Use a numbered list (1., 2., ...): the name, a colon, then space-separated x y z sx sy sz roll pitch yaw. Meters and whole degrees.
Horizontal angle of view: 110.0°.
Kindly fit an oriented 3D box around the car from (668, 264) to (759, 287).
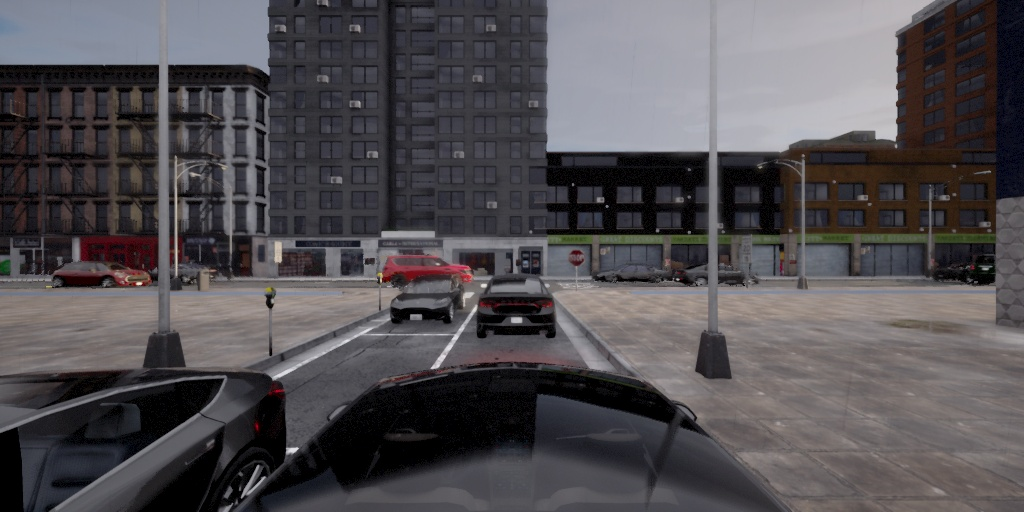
1. car: 12.882 1.223 22.644 4.892 1.490 1.837 0 0 0

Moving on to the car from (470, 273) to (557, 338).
1. car: 0.102 1.226 10.170 1.882 1.535 5.008 0 0 0

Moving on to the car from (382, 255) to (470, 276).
1. car: -5.285 0.978 22.652 5.566 2.045 2.150 0 0 0

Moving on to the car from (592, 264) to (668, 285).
1. car: 8.512 1.266 25.599 5.357 1.411 2.033 0 0 0

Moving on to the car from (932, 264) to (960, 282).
1. car: 33.112 1.153 25.578 5.008 1.535 1.882 0 0 0

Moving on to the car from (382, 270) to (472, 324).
1. car: -2.638 1.314 12.051 1.948 1.339 4.313 0 0 0

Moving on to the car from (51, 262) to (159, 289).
1. car: -25.811 1.165 22.661 4.553 1.767 2.097 0 0 0

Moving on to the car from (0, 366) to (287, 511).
1. car: -2.638 1.316 1.147 1.948 1.339 4.313 0 0 0

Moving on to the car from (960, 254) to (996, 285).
1. car: 32.590 0.906 22.630 5.566 2.045 2.150 0 0 0

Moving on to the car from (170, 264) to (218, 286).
1. car: -23.928 1.292 25.608 4.902 1.511 2.128 0 0 0
